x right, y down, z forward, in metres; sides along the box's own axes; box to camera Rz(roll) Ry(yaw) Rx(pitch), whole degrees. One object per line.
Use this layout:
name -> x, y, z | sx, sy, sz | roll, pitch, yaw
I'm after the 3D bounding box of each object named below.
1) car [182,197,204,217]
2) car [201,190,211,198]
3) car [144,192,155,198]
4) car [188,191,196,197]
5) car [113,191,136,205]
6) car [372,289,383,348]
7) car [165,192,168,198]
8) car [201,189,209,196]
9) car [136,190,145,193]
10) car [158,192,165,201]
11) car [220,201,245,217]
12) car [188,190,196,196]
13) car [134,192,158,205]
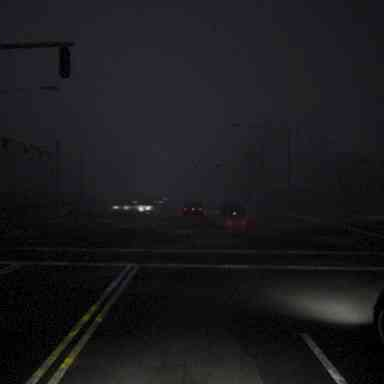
car -> 0.097, 1.463, 29.894 | 2.033, 1.411, 5.357 | 0, 0, 0
car -> 3.495, 0.698, 81.833 | 1.812, 1.442, 4.674 | 0, 1, 0
car -> -10.505, 0.754, 82.549 | 1.895, 1.301, 4.718 | 0, 1, 0
car -> -0.005, 0.530, 81.799 | 2.097, 1.767, 4.553 | 0, 1, 0
car -> -10.572, 0.962, 51.539 | 2.150, 2.045, 5.566 | 0, 1, 0
car -> 3.583, 1.519, 3.011 | 1.812, 1.442, 4.674 | 0, 0, 0
car -> -7.005, 0.708, 82.195 | 2.033, 1.411, 5.357 | 0, 1, 0
car -> 3.495, 0.143, 91.800 | 2.097, 1.767, 4.553 | 0, 1, 0
car -> -10.505, 0.721, 67.089 | 2.150, 2.045, 5.566 | 0, 1, 0
car -> -7.007, 0.980, 66.944 | 1.882, 1.535, 5.008 | 0, 2, 0
car -> 3.596, 1.512, 30.414 | 1.895, 1.301, 4.718 | 0, 0, 0
car -> -0.005, 0.327, 91.834 | 2.033, 1.411, 5.357 | 0, 1, 0
car -> -7.072, 1.231, 51.543 | 2.128, 1.511, 4.902 | 0, 1, 0
